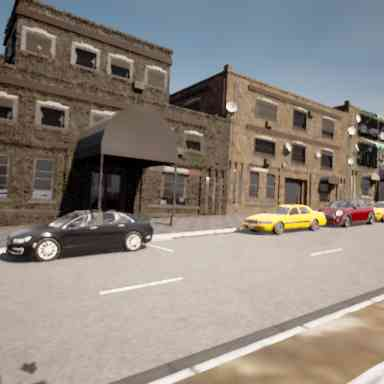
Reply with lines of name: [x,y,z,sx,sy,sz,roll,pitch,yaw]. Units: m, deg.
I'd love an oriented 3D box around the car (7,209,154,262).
car: [-3.688,1.380,11.701,4.892,1.521,2.231,0,0,-36]

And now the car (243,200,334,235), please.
car: [5.123,1.378,18.047,5.366,1.575,1.946,0,0,-36]

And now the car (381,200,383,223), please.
car: [14.099,1.380,24.496,5.366,1.575,1.946,0,0,-36]

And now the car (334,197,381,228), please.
car: [9.785,1.256,21.400,4.553,1.767,2.185,0,0,-36]
